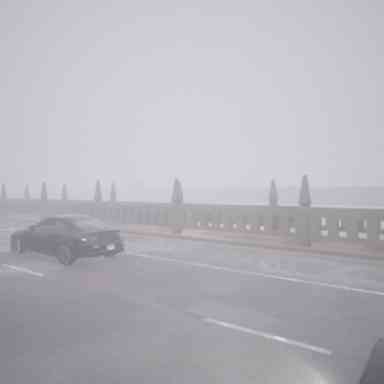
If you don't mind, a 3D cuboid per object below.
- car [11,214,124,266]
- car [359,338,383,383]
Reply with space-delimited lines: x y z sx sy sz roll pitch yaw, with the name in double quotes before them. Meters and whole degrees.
"car" -4.319 1.488 11.376 4.674 1.442 1.812 0 0 36
"car" 3.622 1.556 1.407 5.357 1.411 2.033 0 0 35
